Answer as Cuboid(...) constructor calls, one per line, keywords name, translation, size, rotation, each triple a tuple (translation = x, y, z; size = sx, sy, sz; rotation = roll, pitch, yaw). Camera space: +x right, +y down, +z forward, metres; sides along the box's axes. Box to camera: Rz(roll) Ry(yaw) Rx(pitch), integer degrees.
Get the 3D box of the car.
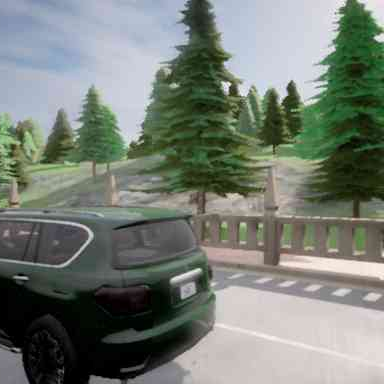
Cuboid(name="car", translation=(-2.309, 1.246, 5.278), size=(5.566, 2.045, 2.150), rotation=(0, 0, 32))
